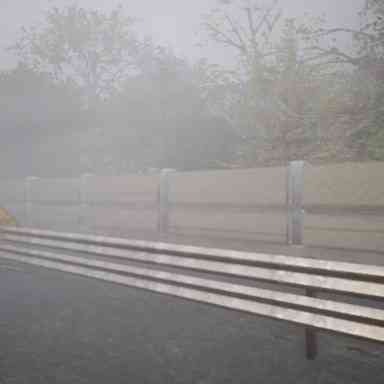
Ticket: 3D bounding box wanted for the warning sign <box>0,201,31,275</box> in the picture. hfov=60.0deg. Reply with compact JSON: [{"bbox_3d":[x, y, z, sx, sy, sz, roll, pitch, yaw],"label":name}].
[{"bbox_3d":[-5.235,1.180,8.900,1.060,1.860,1.300,-1,0,36],"label":"warning sign"}]
